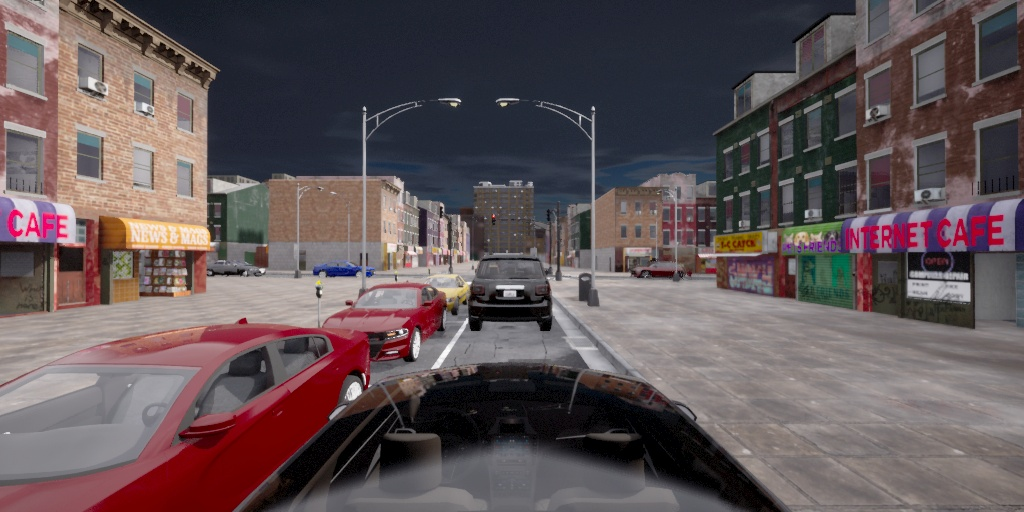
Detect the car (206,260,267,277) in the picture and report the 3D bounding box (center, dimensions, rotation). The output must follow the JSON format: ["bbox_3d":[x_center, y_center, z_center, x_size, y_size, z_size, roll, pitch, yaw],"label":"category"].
[{"bbox_3d":[-23.856,1.102,30.792,4.902,1.511,2.128,0,0,0],"label":"car"}]

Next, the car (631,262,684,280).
[{"bbox_3d":[13.681,1.309,33.897,4.553,1.767,2.097,1,0,0],"label":"car"}]

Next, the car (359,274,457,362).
[{"bbox_3d":[-2.631,1.298,8.235,1.888,1.381,4.507,0,0,0],"label":"car"}]

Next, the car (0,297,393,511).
[{"bbox_3d":[-2.636,1.295,2.741,1.888,1.381,4.507,0,0,0],"label":"car"}]

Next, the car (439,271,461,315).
[{"bbox_3d":[-2.626,1.283,13.559,1.751,1.417,4.829,0,0,0],"label":"car"}]

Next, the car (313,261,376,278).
[{"bbox_3d":[-14.357,1.156,30.828,5.008,1.535,1.882,0,0,-1],"label":"car"}]

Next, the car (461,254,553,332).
[{"bbox_3d":[-0.019,0.976,11.052,2.150,2.045,5.566,0,0,1],"label":"car"}]

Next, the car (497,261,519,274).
[{"bbox_3d":[-0.387,1.351,42.762,2.033,1.411,5.357,0,0,5],"label":"car"}]
